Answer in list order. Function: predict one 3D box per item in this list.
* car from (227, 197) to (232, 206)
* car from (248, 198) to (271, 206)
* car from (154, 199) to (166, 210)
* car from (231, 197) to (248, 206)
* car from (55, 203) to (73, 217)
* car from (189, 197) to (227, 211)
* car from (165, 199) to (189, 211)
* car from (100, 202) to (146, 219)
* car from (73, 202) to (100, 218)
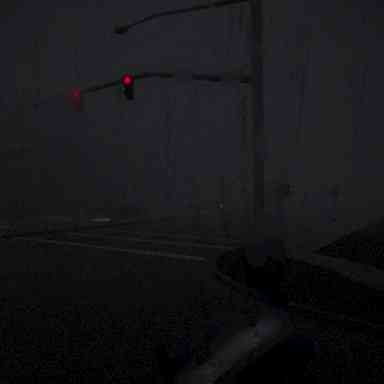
[{"bbox_3d":[6.747,1.721,63.170,2.097,1.767,4.553,-1,0,35],"label":"car"},{"bbox_3d":[12.464,1.781,59.128,2.128,1.511,4.902,-1,0,35],"label":"car"},{"bbox_3d":[-3.549,1.819,48.629,2.128,1.511,4.902,-1,0,35],"label":"car"},{"bbox_3d":[9.575,1.827,61.105,1.812,1.442,4.674,-1,-1,35],"label":"car"},{"bbox_3d":[-12.446,1.853,35.942,1.812,1.442,4.674,-1,0,35],"label":"car"},{"bbox_3d":[2.249,1.745,44.715,2.128,1.511,4.902,-1,0,35],"label":"car"},{"bbox_3d":[-1.232,1.855,45.843,1.994,1.385,4.181,-1,0,35],"label":"car"},{"bbox_3d":[-6.397,1.815,32.385,1.994,1.385,4.181,-1,0,35],"label":"car"},{"bbox_3d":[-9.252,1.781,34.411,2.128,1.511,4.902,-1,0,35],"label":"car"}]
